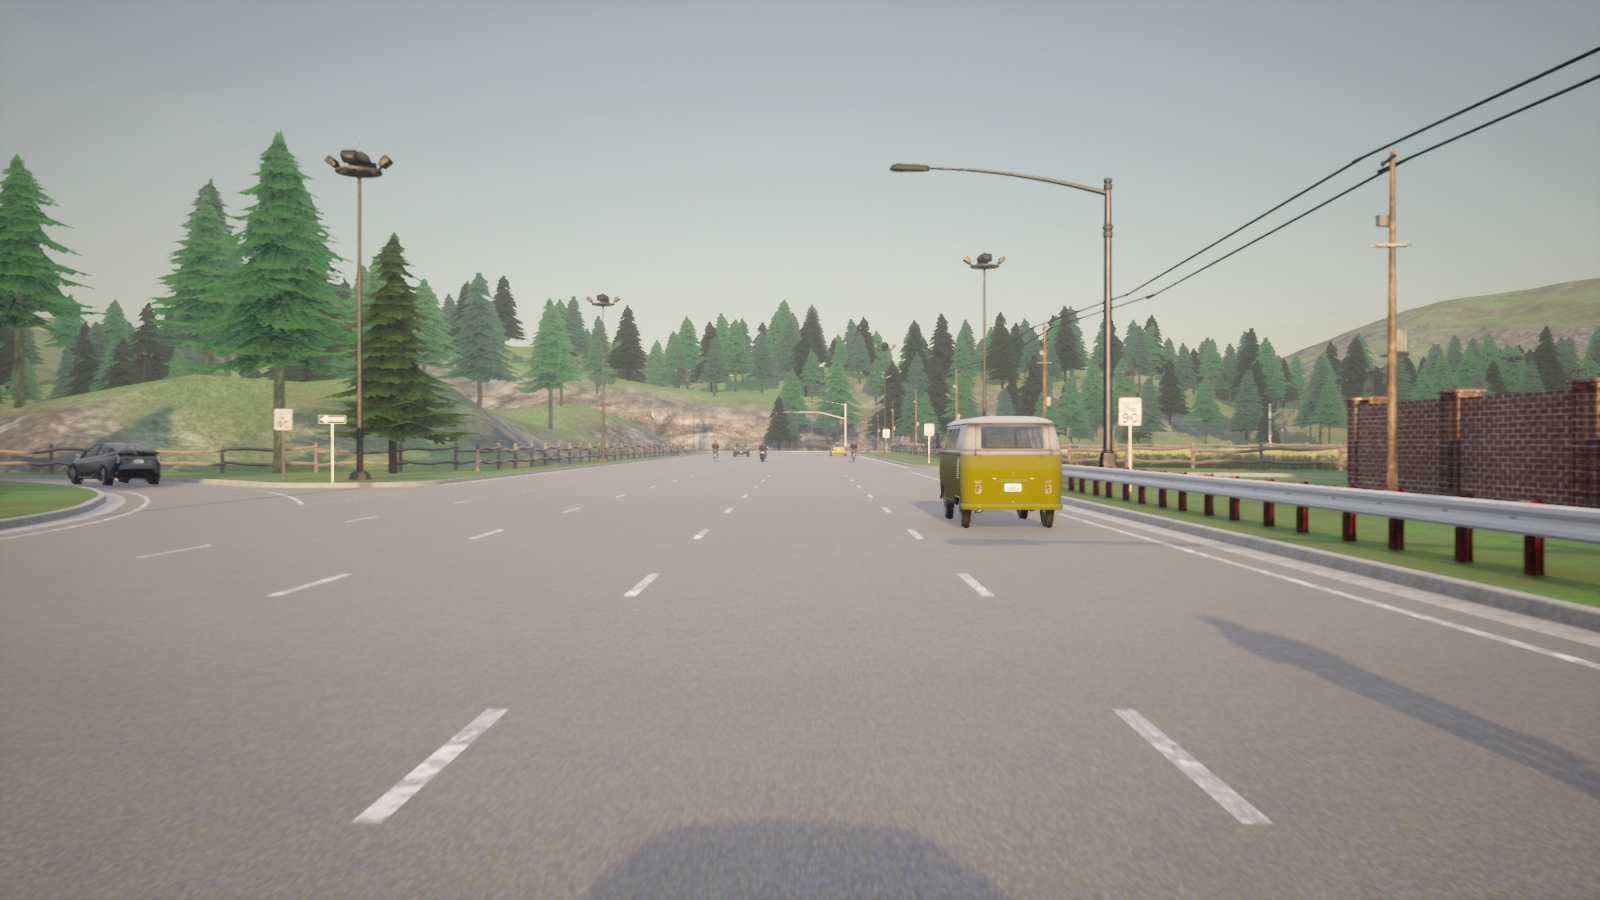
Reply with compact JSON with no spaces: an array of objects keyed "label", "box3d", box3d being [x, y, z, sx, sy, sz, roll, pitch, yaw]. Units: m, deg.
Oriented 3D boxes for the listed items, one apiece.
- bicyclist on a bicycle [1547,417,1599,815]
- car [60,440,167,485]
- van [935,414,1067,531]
[{"label":"bicyclist on a bicycle","box3d":[3.542,0.676,4.642,0.582,1.620,1.656,0,0,0]},{"label":"car","box3d":[-24.884,0.417,45.466,4.514,1.525,2.007,0,0,42]},{"label":"van","box3d":[3.648,0.370,23.483,1.775,1.987,4.442,0,0,0]}]
